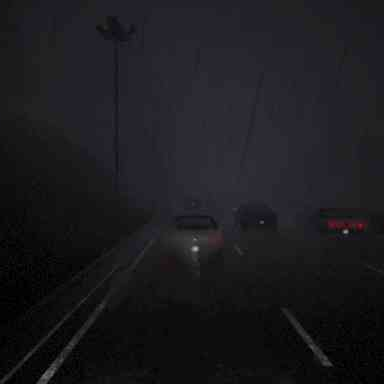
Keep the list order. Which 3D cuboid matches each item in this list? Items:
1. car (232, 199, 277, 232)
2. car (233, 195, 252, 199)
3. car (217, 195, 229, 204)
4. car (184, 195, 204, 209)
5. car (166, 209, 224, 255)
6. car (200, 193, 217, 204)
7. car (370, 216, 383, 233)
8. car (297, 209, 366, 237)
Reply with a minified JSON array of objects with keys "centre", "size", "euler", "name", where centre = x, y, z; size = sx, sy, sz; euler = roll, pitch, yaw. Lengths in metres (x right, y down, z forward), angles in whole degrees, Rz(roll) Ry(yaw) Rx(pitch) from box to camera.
[{"centre":[3.597,1.390,19.590],"size":[1.882,1.535,5.008],"euler":[0,0,0],"name":"car"},{"centre":[8.564,1.250,57.154],"size":[1.837,1.490,4.892],"euler":[2,0,-17],"name":"car"},{"centre":[4.763,1.221,57.585],"size":[1.882,1.535,5.008],"euler":[1,0,-19],"name":"car"},{"centre":[0.084,1.381,40.794],"size":[1.994,1.385,4.181],"euler":[0,0,0],"name":"car"},{"centre":[0.099,1.542,12.975],"size":[1.895,1.301,4.718],"euler":[0,0,0],"name":"car"},{"centre":[1.958,1.108,54.618],"size":[2.097,1.767,4.553],"euler":[0,0,-15],"name":"car"},{"centre":[10.598,1.530,15.945],"size":[1.895,1.301,4.718],"euler":[0,0,0],"name":"car"},{"centre":[7.098,1.522,17.571],"size":[1.895,1.301,4.718],"euler":[0,0,0],"name":"car"}]
